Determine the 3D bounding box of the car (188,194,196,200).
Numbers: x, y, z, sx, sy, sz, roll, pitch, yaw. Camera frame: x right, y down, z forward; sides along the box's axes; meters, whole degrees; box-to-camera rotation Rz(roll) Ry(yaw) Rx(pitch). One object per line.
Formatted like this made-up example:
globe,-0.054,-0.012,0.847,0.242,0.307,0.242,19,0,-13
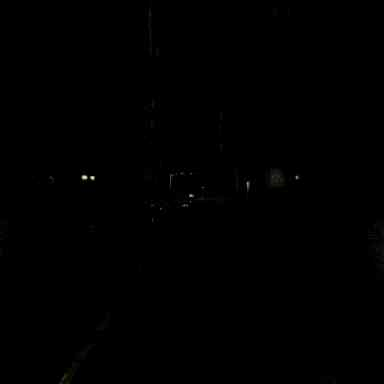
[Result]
car,-0.048,1.377,90.958,2.128,1.511,4.902,0,0,0

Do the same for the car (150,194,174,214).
car,-3.018,1.273,34.885,2.150,2.045,5.566,0,0,0

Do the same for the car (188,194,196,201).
car,-0.043,1.565,80.952,1.994,1.385,4.181,0,0,0
